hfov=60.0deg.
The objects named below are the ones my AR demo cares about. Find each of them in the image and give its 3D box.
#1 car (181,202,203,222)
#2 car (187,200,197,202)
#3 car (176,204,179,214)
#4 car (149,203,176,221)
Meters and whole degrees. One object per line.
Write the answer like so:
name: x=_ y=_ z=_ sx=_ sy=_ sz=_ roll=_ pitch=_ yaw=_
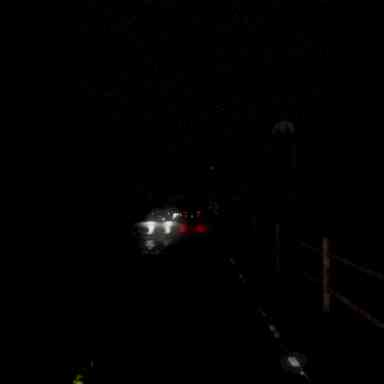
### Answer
car: x=0.017 y=1.854 z=29.400 sx=1.812 sy=1.442 sz=4.674 roll=0 pitch=-1 yaw=0
car: x=0.045 y=1.854 z=44.325 sx=2.097 sy=1.767 sz=4.553 roll=0 pitch=-1 yaw=0
car: x=-2.770 y=2.051 z=42.878 sx=1.994 sy=1.385 sz=4.181 roll=0 pitch=-1 yaw=0
car: x=-2.752 y=1.873 z=31.023 sx=1.812 sy=1.442 sz=4.674 roll=0 pitch=-1 yaw=0
